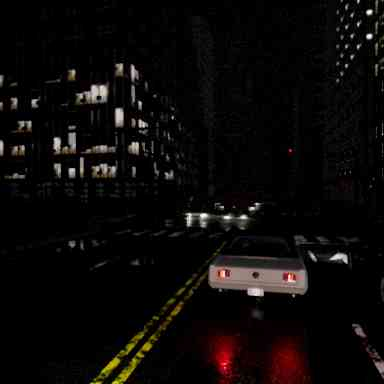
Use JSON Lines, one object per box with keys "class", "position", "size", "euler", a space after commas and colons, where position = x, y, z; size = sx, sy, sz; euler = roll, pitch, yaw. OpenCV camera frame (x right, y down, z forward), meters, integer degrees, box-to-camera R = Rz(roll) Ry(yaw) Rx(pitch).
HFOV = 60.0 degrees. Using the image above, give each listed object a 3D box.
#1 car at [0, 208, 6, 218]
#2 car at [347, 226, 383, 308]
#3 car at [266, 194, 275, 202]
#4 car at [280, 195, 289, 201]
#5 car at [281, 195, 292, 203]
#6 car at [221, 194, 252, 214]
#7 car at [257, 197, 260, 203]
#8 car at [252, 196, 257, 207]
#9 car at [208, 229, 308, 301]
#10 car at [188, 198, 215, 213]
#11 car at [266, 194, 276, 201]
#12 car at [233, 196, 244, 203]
{"class": "car", "position": [-17.186, 1.432, 26.835], "size": [4.313, 1.339, 1.947], "euler": [1, 1, 15]}
{"class": "car", "position": [4.879, 1.499, 7.497], "size": [1.837, 1.490, 4.892], "euler": [0, 0, 14]}
{"class": "car", "position": [16.772, 1.519, 70.820], "size": [1.895, 1.301, 4.718], "euler": [0, 0, 14]}
{"class": "car", "position": [22.270, 1.343, 79.782], "size": [1.895, 1.301, 4.718], "euler": [0, 0, 14]}
{"class": "car", "position": [19.827, 1.463, 69.624], "size": [2.033, 1.411, 5.357], "euler": [0, 0, 14]}
{"class": "car", "position": [4.756, 1.169, 35.174], "size": [2.150, 2.045, 5.566], "euler": [0, -1, 14]}
{"class": "car", "position": [12.260, 1.466, 66.042], "size": [1.812, 1.442, 4.674], "euler": [0, 0, 14]}
{"class": "car", "position": [8.313, 1.439, 49.963], "size": [1.882, 1.535, 5.008], "euler": [0, 0, 14]}
{"class": "car", "position": [1.754, 1.596, 8.415], "size": [1.895, 1.301, 4.718], "euler": [0, 0, 14]}
{"class": "car", "position": [1.131, 1.432, 36.066], "size": [1.882, 1.535, 5.008], "euler": [0, -1, 19]}
{"class": "car", "position": [19.104, 1.274, 80.514], "size": [2.128, 1.511, 4.902], "euler": [0, 0, 14]}
{"class": "car", "position": [9.608, 1.539, 68.836], "size": [1.895, 1.301, 4.718], "euler": [0, 0, 14]}
